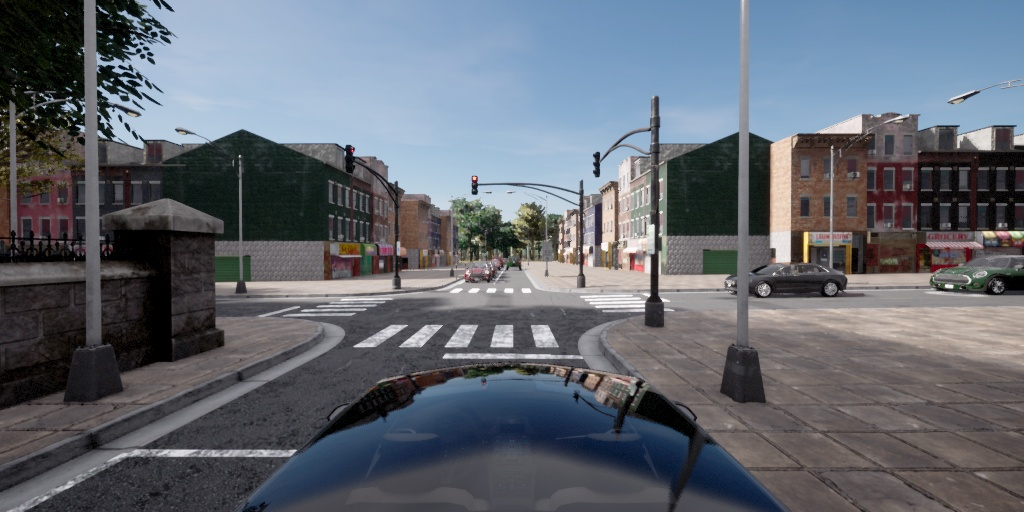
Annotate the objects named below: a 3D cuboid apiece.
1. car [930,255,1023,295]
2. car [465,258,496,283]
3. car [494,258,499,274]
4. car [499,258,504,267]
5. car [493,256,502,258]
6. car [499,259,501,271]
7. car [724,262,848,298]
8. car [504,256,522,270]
[{"bbox_3d":[22.104,0.763,16.285,4.553,1.767,2.097,-1,1,0],"label":"car"},{"bbox_3d":[-2.548,1.199,28.109,1.967,1.591,4.097,0,0,0],"label":"car"},{"bbox_3d":[-2.529,1.203,33.543,1.967,1.591,4.097,0,0,0],"label":"car"},{"bbox_3d":[-2.470,1.329,49.847,1.888,1.381,4.507,0,0,0],"label":"car"},{"bbox_3d":[-2.817,1.259,60.919,1.801,1.575,5.366,0,0,0],"label":"car"},{"bbox_3d":[-2.509,1.335,38.978,1.948,1.339,4.313,0,0,0],"label":"car"},{"bbox_3d":[12.326,1.046,16.323,4.892,1.490,1.837,-1,1,0],"label":"car"},{"bbox_3d":[0.286,1.013,54.754,2.150,2.045,5.566,0,0,0],"label":"car"}]
